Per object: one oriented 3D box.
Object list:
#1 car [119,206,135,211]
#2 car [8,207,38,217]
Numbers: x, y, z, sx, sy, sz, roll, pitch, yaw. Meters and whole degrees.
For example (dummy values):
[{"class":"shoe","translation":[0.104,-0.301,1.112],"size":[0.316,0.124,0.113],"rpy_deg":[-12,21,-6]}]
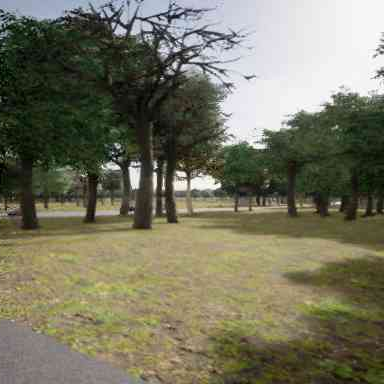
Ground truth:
[{"class":"car","translation":[-15.479,3.993,80.402],"size":[1.895,1.301,4.718],"rpy_deg":[0,-1,36]},{"class":"car","translation":[-26.792,3.146,52.727],"size":[1.994,1.385,4.181],"rpy_deg":[0,-2,36]}]
